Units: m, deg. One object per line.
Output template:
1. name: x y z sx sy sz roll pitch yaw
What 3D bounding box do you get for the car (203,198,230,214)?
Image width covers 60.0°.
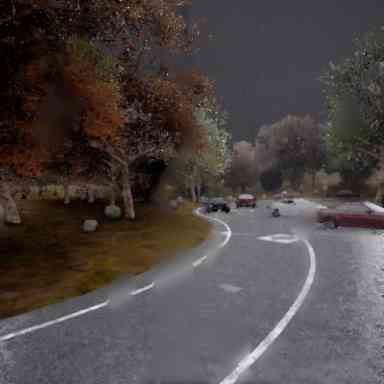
1. car: 2.153 1.230 30.056 1.895 1.301 4.718 -1 1 -3

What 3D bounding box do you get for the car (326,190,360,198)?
1. car: 22.432 0.400 49.914 4.718 1.301 1.895 -1 1 0

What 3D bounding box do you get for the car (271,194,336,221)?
1. car: 7.498 1.138 23.589 1.812 1.442 4.674 -2 1 -24

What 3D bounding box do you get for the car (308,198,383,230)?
1. car: 8.625 1.220 16.761 1.812 1.442 4.674 -2 1 -43

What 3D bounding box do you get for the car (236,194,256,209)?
1. car: 5.789 0.942 35.403 1.882 1.535 5.008 -1 1 14

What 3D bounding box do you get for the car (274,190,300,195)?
1. car: 14.617 0.479 51.295 4.674 1.442 1.812 -2 1 -23
